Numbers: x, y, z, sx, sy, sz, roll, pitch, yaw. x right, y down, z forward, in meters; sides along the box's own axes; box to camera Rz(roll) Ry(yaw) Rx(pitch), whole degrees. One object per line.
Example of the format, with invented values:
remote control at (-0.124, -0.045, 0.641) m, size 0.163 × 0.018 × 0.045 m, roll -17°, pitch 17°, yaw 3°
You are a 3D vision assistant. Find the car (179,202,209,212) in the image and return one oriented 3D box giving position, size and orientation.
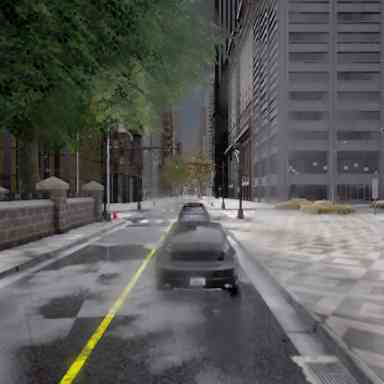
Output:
car at (0.121, 1.484, 22.035) m, size 2.033 × 1.649 × 4.856 m, roll 0°, pitch 0°, yaw 0°

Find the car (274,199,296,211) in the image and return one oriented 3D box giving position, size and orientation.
car at (12.101, 1.400, 38.985) m, size 4.829 × 1.417 × 1.752 m, roll -1°, pitch 1°, yaw 0°

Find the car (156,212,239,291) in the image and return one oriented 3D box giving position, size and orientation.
car at (0.114, 1.526, 9.009) m, size 1.837 × 1.490 × 4.892 m, roll 0°, pitch 0°, yaw 0°

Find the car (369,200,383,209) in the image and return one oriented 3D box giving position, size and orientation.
car at (23.442, 1.215, 38.923) m, size 4.829 × 1.417 × 1.752 m, roll -1°, pitch 1°, yaw 0°

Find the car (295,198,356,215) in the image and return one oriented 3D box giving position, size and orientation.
car at (12.404, 1.397, 30.459) m, size 4.829 × 1.417 × 1.752 m, roll -1°, pitch 1°, yaw 0°
